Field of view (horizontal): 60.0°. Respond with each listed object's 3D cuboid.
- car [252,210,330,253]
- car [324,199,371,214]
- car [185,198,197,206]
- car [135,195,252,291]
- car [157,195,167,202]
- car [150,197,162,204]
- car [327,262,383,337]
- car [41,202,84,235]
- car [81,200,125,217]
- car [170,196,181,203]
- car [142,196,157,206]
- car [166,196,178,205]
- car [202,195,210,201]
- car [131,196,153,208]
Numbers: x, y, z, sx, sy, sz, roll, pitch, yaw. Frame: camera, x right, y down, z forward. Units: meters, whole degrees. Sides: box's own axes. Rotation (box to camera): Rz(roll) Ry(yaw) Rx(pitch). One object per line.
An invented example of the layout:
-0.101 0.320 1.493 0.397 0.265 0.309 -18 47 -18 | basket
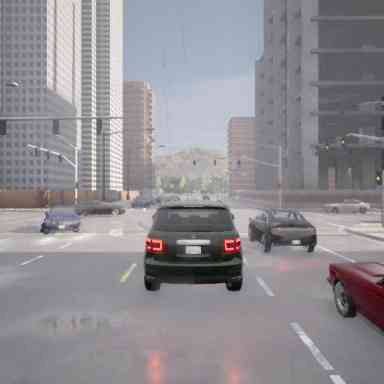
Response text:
3.540 1.492 13.726 2.128 1.511 4.902 0 0 0 | car
16.543 1.526 35.573 4.674 1.442 1.812 0 0 0 | car
-0.105 1.601 54.470 1.895 1.301 4.718 0 0 1 | car
0.034 1.221 9.149 2.150 2.045 5.566 0 0 0 | car
-6.922 1.497 76.516 1.837 1.490 4.892 0 0 1 | car
-7.090 1.601 66.197 1.895 1.301 4.718 0 0 1 | car
3.590 1.601 4.472 1.895 1.301 4.718 0 0 0 | car
-7.423 1.526 19.267 1.812 1.442 4.674 1 0 -19 | car
-8.576 1.491 30.271 4.902 1.511 2.128 0 0 -22 | car
-3.492 1.553 71.365 1.994 1.385 4.181 0 0 1 | car
-7.271 1.505 56.856 1.837 1.490 4.892 0 0 1 | car
-3.684 1.505 61.600 1.837 1.490 4.892 0 0 1 | car
3.760 1.500 89.849 1.837 1.490 4.892 0 0 1 | car
-7.381 1.352 47.955 2.097 1.767 4.553 0 0 1 | car
